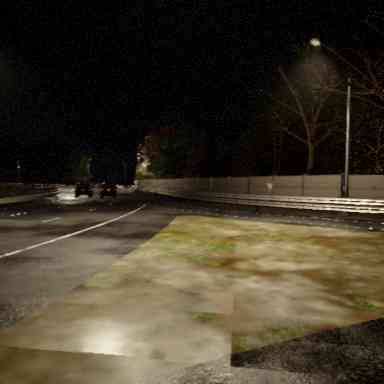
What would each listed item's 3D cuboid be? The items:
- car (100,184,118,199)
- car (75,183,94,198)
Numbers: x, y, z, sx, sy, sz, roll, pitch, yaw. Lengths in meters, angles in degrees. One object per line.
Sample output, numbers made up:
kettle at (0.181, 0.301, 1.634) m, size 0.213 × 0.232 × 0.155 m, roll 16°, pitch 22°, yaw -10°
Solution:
car at (-11.602, -0.147, 46.580) m, size 2.150 × 2.045 × 5.566 m, roll 1°, pitch 1°, yaw -12°
car at (-15.385, -0.237, 47.636) m, size 2.150 × 2.045 × 5.566 m, roll 1°, pitch 1°, yaw -12°
